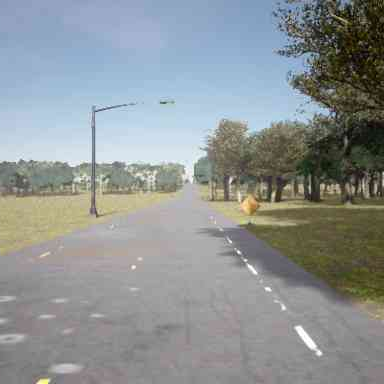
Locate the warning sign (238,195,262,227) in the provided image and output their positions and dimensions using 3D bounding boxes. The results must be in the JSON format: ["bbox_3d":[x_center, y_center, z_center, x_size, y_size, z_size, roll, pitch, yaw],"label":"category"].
[{"bbox_3d":[3.558,1.136,20.437,1.300,1.860,1.060,1,0,0],"label":"warning sign"}]
